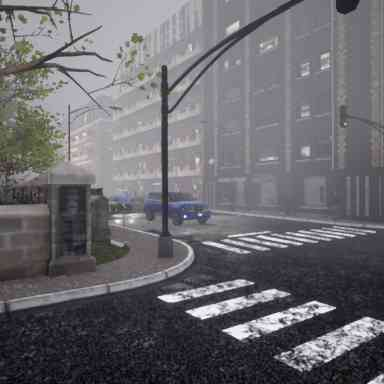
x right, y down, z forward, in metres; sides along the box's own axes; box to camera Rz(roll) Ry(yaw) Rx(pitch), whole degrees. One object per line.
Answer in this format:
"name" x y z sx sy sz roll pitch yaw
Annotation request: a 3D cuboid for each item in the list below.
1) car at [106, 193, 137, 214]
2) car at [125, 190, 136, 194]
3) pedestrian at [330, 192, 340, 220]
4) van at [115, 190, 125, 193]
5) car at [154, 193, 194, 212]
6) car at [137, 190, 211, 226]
"car" -6.803 1.099 29.359 1.994 1.385 4.181 0 1 -36
"car" -5.083 0.727 36.831 2.192 1.841 5.009 1 1 -36
"pedestrian" 9.454 0.902 21.945 0.375 1.860 0.375 1 -1 -36
"van" -8.348 0.655 41.285 1.690 1.788 3.998 1 1 -36
"car" -1.821 0.950 32.377 1.967 1.590 4.097 1 1 -36
"car" -1.143 0.926 21.630 2.150 2.045 5.566 0 1 -36
